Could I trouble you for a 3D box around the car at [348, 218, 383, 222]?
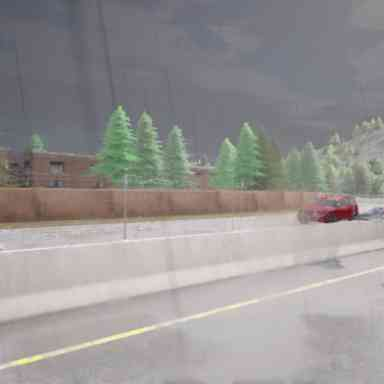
[{"bbox_3d":[12.445,1.703,21.594,5.357,1.411,2.033,0,0,-38],"label":"car"}]
